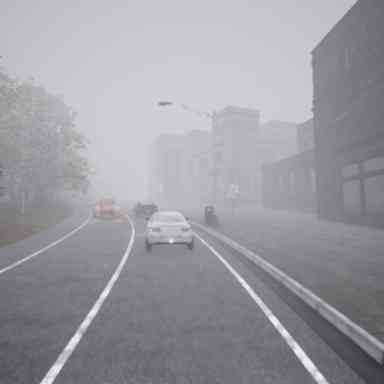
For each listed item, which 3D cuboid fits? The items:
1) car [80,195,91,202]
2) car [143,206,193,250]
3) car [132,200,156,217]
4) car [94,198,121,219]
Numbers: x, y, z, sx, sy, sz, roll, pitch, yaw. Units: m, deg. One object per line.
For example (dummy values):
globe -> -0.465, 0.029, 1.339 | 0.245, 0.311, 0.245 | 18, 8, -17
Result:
car -> -21.300, 1.201, 66.521 | 1.837, 1.490, 4.892 | 2, 0, -20
car -> -1.046, 1.533, 14.384 | 1.812, 1.442, 4.674 | 1, 0, -7
car -> -4.501, 1.516, 31.450 | 1.882, 1.535, 5.008 | 1, 0, -15
car -> -7.258, 1.322, 28.456 | 2.097, 1.767, 4.553 | 1, 0, -15
